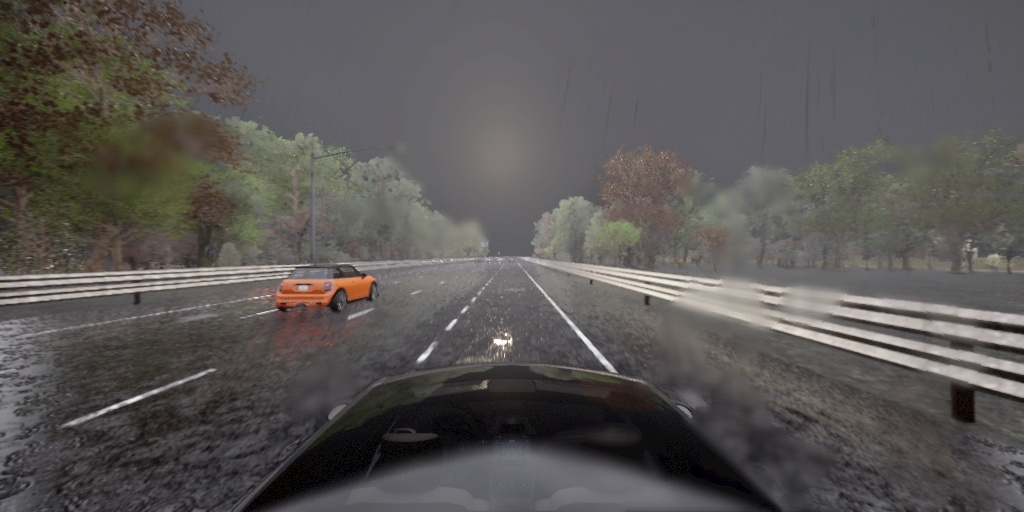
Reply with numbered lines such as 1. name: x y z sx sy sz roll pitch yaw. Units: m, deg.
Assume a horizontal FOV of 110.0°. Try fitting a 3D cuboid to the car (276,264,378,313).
1. car: -7.004 1.090 14.166 2.097 1.767 4.553 0 0 0
